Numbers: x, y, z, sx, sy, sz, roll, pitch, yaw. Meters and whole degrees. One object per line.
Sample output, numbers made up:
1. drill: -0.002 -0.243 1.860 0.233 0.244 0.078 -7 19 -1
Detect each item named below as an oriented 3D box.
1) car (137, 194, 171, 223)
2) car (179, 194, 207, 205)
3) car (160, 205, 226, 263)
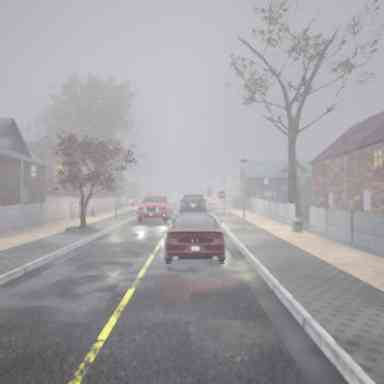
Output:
1. car: -2.808 1.189 25.777 2.150 2.045 5.566 0 0 0
2. car: 0.095 1.183 28.067 2.150 2.045 5.566 0 0 0
3. car: 0.096 1.458 11.956 1.882 1.535 5.008 0 0 0
